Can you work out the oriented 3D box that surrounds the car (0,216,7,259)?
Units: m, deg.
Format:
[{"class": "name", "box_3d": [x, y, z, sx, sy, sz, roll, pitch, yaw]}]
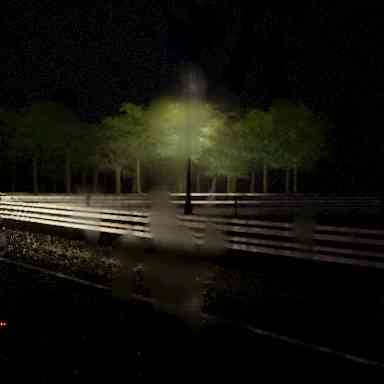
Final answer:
[{"class": "car", "box_3d": [-7.336, 0.997, 9.209, 5.566, 2.045, 2.150, 1, 1, 36]}]
